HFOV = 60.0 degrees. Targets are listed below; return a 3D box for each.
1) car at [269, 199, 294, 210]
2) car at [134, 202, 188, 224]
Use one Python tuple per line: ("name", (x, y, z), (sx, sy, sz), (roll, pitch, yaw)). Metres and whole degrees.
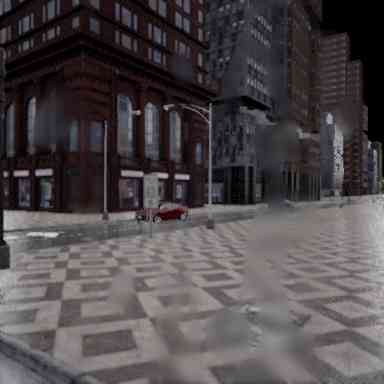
("car", (12.613, 1.719, 46.527), (2.033, 1.411, 5.357), (1, 0, 36))
("car", (-2.273, 1.531, 25.766), (1.882, 1.535, 5.008), (1, 0, 35))
